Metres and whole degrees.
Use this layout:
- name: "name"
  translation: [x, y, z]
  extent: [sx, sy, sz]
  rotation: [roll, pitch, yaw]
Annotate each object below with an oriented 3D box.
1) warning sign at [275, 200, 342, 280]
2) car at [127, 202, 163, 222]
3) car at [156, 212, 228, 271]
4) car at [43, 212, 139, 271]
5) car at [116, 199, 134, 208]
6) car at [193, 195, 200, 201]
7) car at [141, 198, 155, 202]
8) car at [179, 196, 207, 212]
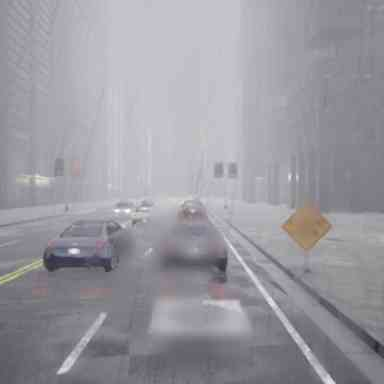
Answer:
- name: "warning sign"
  translation: [2.853, 1.131, 8.305]
  extent: [1.300, 1.860, 1.060]
  rotation: [0, 0, 0]
- name: "car"
  translation: [-3.184, 1.648, 24.512]
  extent: [1.895, 1.301, 4.718]
  rotation: [0, 0, 0]
- name: "car"
  translation: [0.070, 1.584, 10.997]
  extent: [1.994, 1.385, 4.181]
  rotation: [0, 0, 1]
- name: "car"
  translation: [-3.179, 1.584, 11.012]
  extent: [1.994, 1.385, 4.181]
  rotation: [0, 0, 0]
- name: "car"
  translation: [-9.810, 1.696, 48.798]
  extent: [1.895, 1.301, 4.718]
  rotation: [0, 0, 0]
- name: "car"
  translation: [1.153, 1.662, 88.306]
  extent: [1.882, 1.535, 5.008]
  rotation: [0, 0, 0]
- name: "car"
  translation: [-6.557, 1.662, 49.853]
  extent: [1.994, 1.385, 4.181]
  rotation: [0, 0, 0]
- name: "car"
  translation: [0.072, 1.400, 25.638]
  extent: [2.097, 1.767, 4.553]
  rotation: [0, 0, 0]
